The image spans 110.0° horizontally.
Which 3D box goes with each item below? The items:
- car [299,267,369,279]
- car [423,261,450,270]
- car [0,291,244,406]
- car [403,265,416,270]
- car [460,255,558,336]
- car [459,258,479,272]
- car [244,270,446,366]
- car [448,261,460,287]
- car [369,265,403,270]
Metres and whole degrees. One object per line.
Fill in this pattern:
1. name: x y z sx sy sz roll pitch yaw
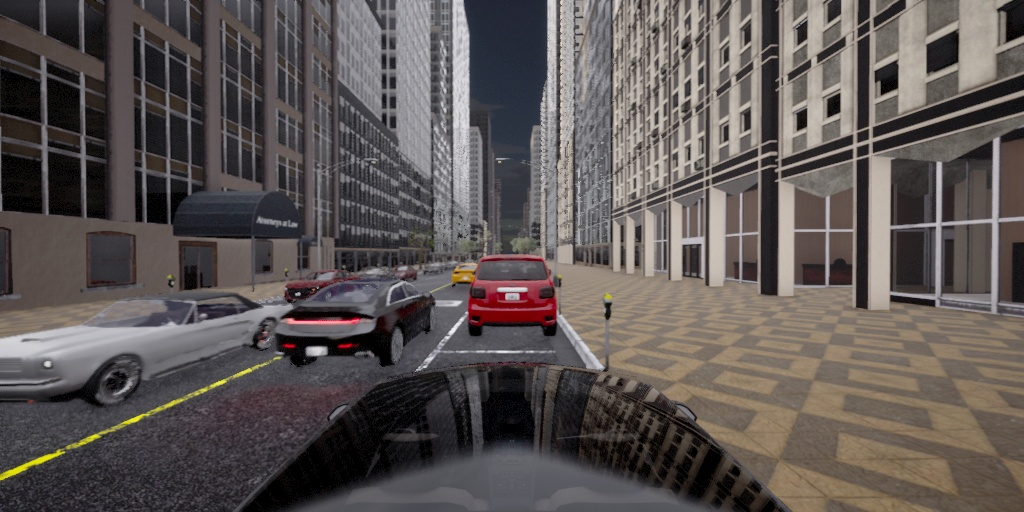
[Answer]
1. car: -8.731 1.318 16.881 1.888 1.381 4.507 0 0 0
2. car: -8.586 1.333 39.615 2.007 1.370 4.403 0 0 0
3. car: -6.209 1.364 6.393 1.895 1.301 4.718 0 0 0
4. car: -8.658 1.360 28.248 1.802 1.307 4.207 0 0 0
5. car: 0.025 0.982 10.518 2.150 2.045 5.566 0 0 0
6. car: -5.835 1.145 49.153 2.097 1.767 4.553 0 0 0
7. car: -2.997 1.250 7.955 2.128 1.511 4.902 0 0 0
8. car: -2.889 1.243 24.808 1.882 1.535 5.008 0 0 0
9. car: -8.695 1.326 22.565 2.007 1.370 4.403 0 0 0
